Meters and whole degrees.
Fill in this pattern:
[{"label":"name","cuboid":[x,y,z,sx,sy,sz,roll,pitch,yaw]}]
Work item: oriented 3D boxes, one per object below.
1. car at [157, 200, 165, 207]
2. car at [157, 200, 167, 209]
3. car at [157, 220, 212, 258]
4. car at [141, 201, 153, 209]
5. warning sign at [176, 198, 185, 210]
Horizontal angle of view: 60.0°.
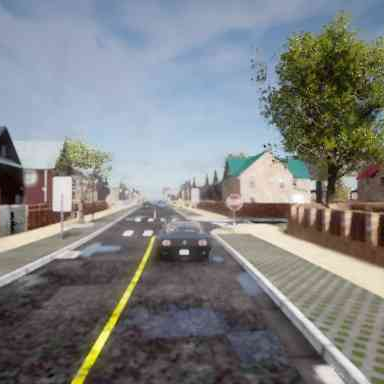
[{"label":"car","cuboid":[-7.387,2.665,78.665,1.882,1.535,5.008,0,-1,-6]},{"label":"car","cuboid":[-5.821,2.546,64.725,2.033,1.411,5.357,0,-1,-6]},{"label":"car","cuboid":[-0.368,1.763,13.363,1.895,1.301,4.718,0,-1,-3]},{"label":"car","cuboid":[-8.359,2.451,62.300,1.837,1.490,4.892,0,-1,-6]},{"label":"warning sign","cuboid":[-1.829,1.863,51.528,1.300,1.860,1.060,-1,-2,-6]}]
